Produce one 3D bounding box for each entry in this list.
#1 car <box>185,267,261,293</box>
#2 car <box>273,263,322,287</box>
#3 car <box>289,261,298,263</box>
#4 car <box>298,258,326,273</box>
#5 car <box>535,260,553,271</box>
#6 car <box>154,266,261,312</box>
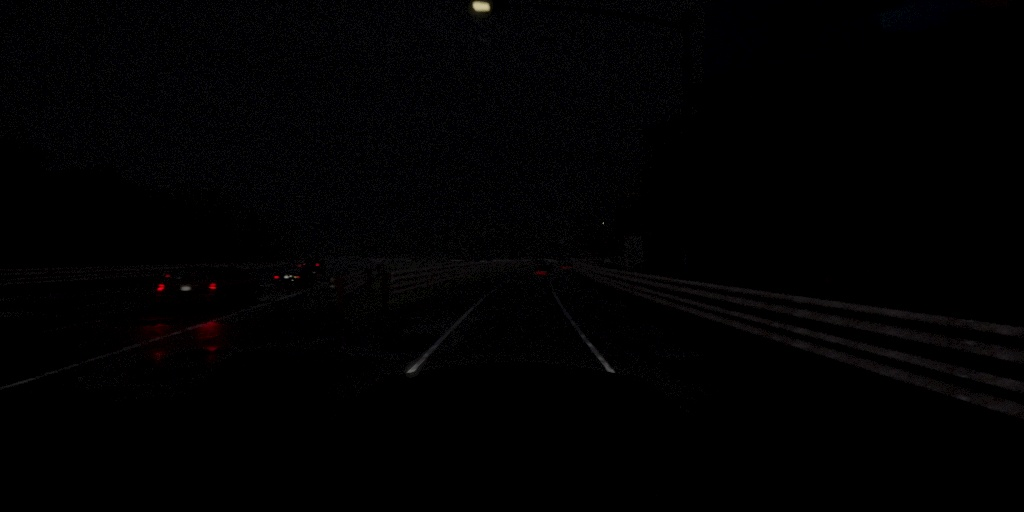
[{"bbox_3d":[-18.523,1.452,23.364,2.033,1.411,5.357,0,-1,-17],"label":"car"},{"bbox_3d":[-15.988,1.492,26.633,2.033,1.411,5.357,0,-1,-17],"label":"car"},{"bbox_3d":[-32.525,1.510,54.125,2.097,1.767,4.553,0,-1,-20],"label":"car"},{"bbox_3d":[-26.835,1.340,48.741,2.150,2.045,5.566,0,0,-19],"label":"car"},{"bbox_3d":[4.385,1.292,48.780,1.837,1.490,4.892,1,0,14],"label":"car"},{"bbox_3d":[-12.479,1.213,15.104,2.097,1.767,4.553,0,0,-17],"label":"car"}]
